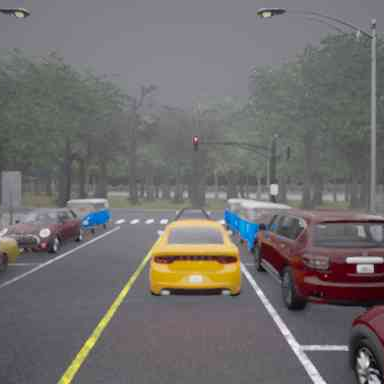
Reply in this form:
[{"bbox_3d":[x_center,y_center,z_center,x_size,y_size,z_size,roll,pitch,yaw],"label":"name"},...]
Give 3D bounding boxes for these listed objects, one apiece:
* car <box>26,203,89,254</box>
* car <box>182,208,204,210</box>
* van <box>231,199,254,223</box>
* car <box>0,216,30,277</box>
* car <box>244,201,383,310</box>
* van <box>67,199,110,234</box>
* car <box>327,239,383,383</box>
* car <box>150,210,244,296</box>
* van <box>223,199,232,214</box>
[{"bbox_3d":[-5.774,1.406,13.111,1.967,1.590,4.097,0,0,0],"label":"car"},{"bbox_3d":[0.045,1.519,17.558,1.994,1.385,4.181,0,0,0],"label":"car"},{"bbox_3d":[2.751,1.307,13.117,1.690,1.788,3.998,0,0,0],"label":"van"},{"bbox_3d":[-5.769,1.505,7.504,1.752,1.417,4.829,0,0,0],"label":"car"},{"bbox_3d":[2.755,1.295,7.680,2.192,1.841,5.009,0,0,0],"label":"car"},{"bbox_3d":[-5.779,1.293,18.548,1.690,1.788,3.998,0,0,0],"label":"van"},{"bbox_3d":[2.760,1.434,2.242,1.967,1.590,4.097,0,0,0],"label":"car"},{"bbox_3d":[0.079,1.455,8.636,1.882,1.535,5.008,0,0,0],"label":"car"},{"bbox_3d":[2.747,1.293,18.555,1.690,1.788,3.998,0,0,0],"label":"van"}]
